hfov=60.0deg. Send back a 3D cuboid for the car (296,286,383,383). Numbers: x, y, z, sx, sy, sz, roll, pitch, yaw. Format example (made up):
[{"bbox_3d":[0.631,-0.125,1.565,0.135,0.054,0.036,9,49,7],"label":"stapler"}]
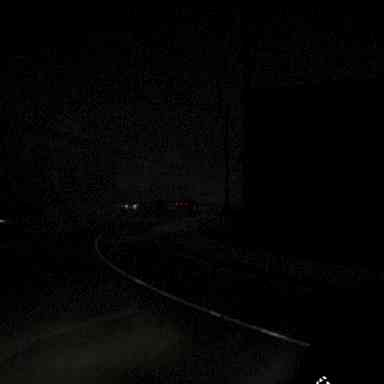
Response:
[{"bbox_3d":[3.356,1.223,1.525,5.566,2.045,2.150,0,1,31],"label":"car"}]

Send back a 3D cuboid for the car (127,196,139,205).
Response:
[{"bbox_3d":[-10.234,1.550,61.115,1.882,1.535,5.008,0,0,16],"label":"car"}]

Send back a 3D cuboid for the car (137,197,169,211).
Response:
[{"bbox_3d":[-4.602,1.595,42.354,2.033,1.411,5.357,0,0,15],"label":"car"}]

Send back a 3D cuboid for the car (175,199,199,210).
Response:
[{"bbox_3d":[-0.583,1.596,43.719,2.033,1.411,5.357,0,0,17],"label":"car"}]

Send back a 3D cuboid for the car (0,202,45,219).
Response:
[{"bbox_3d":[-15.615,1.583,29.841,2.033,1.411,5.357,0,0,14],"label":"car"}]
